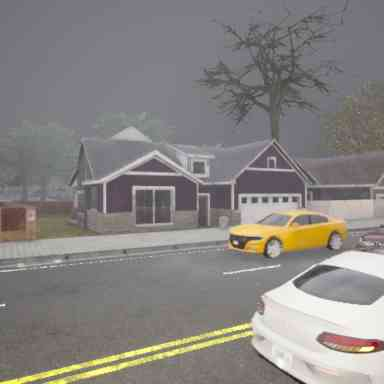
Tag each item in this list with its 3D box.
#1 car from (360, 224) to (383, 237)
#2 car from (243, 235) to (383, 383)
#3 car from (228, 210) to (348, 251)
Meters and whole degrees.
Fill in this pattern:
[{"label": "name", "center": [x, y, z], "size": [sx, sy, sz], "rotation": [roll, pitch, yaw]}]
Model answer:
[{"label": "car", "center": [7.494, 1.494, 10.985], "size": [4.674, 1.442, 1.812], "rotation": [0, 0, -29]}, {"label": "car", "center": [2.957, 1.521, 4.581], "size": [4.674, 1.442, 1.812], "rotation": [0, 0, -29]}, {"label": "car", "center": [3.696, 1.457, 12.627], "size": [5.008, 1.535, 1.882], "rotation": [0, 0, -29]}]
